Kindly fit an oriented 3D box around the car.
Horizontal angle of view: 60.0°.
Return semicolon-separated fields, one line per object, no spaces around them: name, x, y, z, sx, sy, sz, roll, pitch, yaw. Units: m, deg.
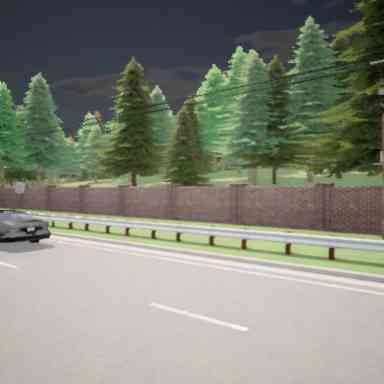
car;-8.180;1.450;14.126;5.357;1.411;2.033;0;0;36
